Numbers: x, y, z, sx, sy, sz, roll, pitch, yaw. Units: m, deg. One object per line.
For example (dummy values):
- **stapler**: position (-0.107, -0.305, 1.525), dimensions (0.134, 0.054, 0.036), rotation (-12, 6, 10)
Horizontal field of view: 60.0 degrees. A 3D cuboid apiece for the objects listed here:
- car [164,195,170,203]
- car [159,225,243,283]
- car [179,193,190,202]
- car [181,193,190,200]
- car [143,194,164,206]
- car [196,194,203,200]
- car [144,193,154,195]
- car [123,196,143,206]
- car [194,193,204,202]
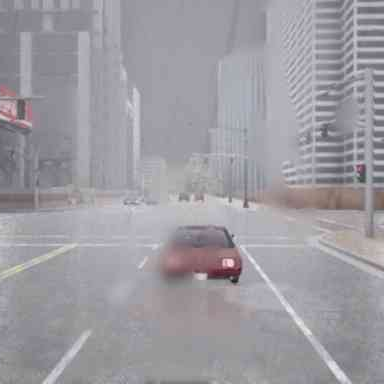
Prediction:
- **car**: position (-5.504, 1.420, 67.499), dimensions (2.128, 1.511, 4.902), rotation (0, 0, 1)
- **car**: position (0.304, 1.590, 9.593), dimensions (1.895, 1.301, 4.718), rotation (0, 0, 3)
- **car**: position (-1.833, 1.128, 74.735), dimensions (2.150, 2.045, 5.566), rotation (0, 0, 1)
- **car**: position (-1.592, 1.084, 85.373), dimensions (2.097, 1.767, 4.553), rotation (0, 0, 1)
- **car**: position (-5.934, 1.459, 51.752), dimensions (1.812, 1.442, 4.674), rotation (0, 0, 2)
- **car**: position (1.908, 1.258, 85.324), dimensions (1.812, 1.442, 4.674), rotation (0, 0, 1)
- **car**: position (-8.999, 1.425, 67.608), dimensions (2.128, 1.511, 4.902), rotation (0, 0, 1)
- **car**: position (-9.425, 1.420, 51.995), dimensions (2.128, 1.511, 4.902), rotation (0, 0, 2)
- **car**: position (1.666, 1.132, 74.655), dimensions (2.150, 2.045, 5.566), rotation (0, 0, 1)
